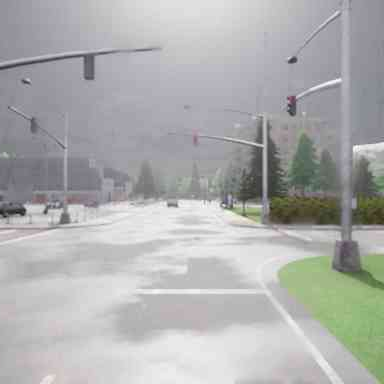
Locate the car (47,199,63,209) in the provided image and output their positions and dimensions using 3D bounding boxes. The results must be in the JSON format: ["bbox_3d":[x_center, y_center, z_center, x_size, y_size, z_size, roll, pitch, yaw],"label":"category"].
[{"bbox_3d":[-20.503,1.854,50.519,1.970,1.475,3.806,0,-1,0],"label":"car"}]

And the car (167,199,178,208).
[{"bbox_3d":[-3.498,2.042,60.586,1.882,1.535,5.008,0,-1,0],"label":"car"}]

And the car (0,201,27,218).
[{"bbox_3d":[-17.699,1.636,31.878,2.007,1.523,4.514,0,-1,0],"label":"car"}]

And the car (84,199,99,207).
[{"bbox_3d":[-17.448,1.912,57.909,1.845,1.501,3.633,0,-1,0],"label":"car"}]
